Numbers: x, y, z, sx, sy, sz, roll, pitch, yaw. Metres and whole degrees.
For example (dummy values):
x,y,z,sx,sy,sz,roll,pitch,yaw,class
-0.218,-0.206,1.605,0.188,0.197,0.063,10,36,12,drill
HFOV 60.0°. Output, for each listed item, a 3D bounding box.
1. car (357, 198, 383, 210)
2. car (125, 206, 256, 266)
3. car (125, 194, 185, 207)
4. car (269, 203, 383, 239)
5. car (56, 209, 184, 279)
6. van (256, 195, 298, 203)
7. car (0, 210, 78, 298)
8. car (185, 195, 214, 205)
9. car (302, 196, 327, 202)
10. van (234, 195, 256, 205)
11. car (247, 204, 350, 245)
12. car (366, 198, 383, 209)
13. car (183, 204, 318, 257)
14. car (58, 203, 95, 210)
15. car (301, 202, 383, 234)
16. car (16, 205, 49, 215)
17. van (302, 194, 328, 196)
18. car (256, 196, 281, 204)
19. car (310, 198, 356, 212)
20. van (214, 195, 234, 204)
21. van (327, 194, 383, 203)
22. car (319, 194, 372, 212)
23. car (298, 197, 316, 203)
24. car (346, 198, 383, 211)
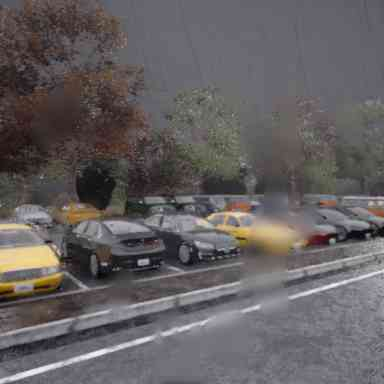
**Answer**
x,y,z,sx,sy,sz,roll,pitch,yaw,class
26.009,1.669,46.724,2.002,1.452,4.674,1,0,-35,car
-0.360,1.497,11.943,2.231,1.521,4.892,0,0,-35,car
-3.318,1.239,25.846,2.435,2.045,5.566,0,0,-35,car
6.449,1.521,16.740,2.163,1.488,4.792,0,0,-35,car
-2.615,1.498,10.324,2.231,1.521,4.892,0,0,-35,car
8.030,1.260,33.814,1.878,1.987,4.442,0,0,-36,van
-4.774,1.496,8.570,1.946,1.575,5.366,0,0,-35,car
-1.060,1.238,27.451,2.435,2.045,5.566,0,0,-35,car
12.344,1.530,37.049,2.163,1.488,4.792,0,0,-35,car
3.371,1.260,30.778,1.878,1.987,4.442,0,0,-35,van
4.186,1.522,15.131,2.163,1.488,4.792,0,0,-35,car
28.283,1.681,48.307,2.163,1.488,4.792,1,0,-35,car
2.014,1.491,13.395,1.946,1.575,5.366,0,0,-35,car
-7.848,1.493,22.653,2.097,1.535,5.008,0,0,-35,car
8.712,1.519,18.348,2.163,1.488,4.792,0,0,-35,car
-10.212,1.535,20.983,2.002,1.452,4.674,0,0,-35,car
14.553,1.292,38.727,1.878,1.987,4.442,0,0,-35,van
5.693,1.485,32.292,2.097,1.535,5.008,0,0,-35,car
16.995,1.568,40.285,2.163,1.488,4.792,1,0,-35,car
1.248,1.262,28.983,1.878,1.987,4.442,0,0,-35,van
10.890,1.262,20.075,1.878,1.987,4.442,0,0,-35,van
19.221,1.310,41.937,2.435,2.045,5.566,1,0,-35,car
10.193,1.520,35.520,2.163,1.488,4.792,0,0,-35,car
23.858,1.604,44.970,1.946,1.575,5.366,1,0,-35,car
